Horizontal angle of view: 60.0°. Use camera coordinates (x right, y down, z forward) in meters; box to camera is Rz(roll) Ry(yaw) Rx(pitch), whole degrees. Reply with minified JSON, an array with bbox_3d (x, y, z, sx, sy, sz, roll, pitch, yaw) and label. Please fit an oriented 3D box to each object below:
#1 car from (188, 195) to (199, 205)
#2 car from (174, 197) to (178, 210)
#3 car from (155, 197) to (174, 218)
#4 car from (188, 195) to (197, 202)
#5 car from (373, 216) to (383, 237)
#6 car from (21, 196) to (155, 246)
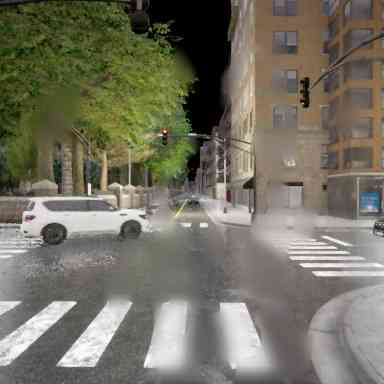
[{"bbox_3d":[0.215,1.527,57.590,1.895,1.301,4.718,0,0,0],"label":"car"},{"bbox_3d":[-3.019,1.562,39.797,1.895,1.301,4.718,0,0,0],"label":"car"},{"bbox_3d":[-3.026,1.472,29.714,2.128,1.511,4.902,0,0,0],"label":"car"},{"bbox_3d":[0.183,1.424,70.670,1.812,1.442,4.674,0,0,0],"label":"car"},{"bbox_3d":[10.999,1.366,15.485,4.553,1.767,2.097,0,0,0],"label":"car"},{"bbox_3d":[-4.823,1.220,15.424,5.566,2.045,2.150,0,0,-27],"label":"car"}]
